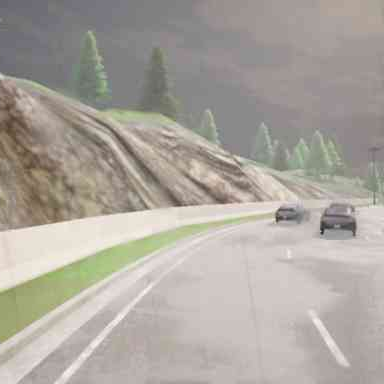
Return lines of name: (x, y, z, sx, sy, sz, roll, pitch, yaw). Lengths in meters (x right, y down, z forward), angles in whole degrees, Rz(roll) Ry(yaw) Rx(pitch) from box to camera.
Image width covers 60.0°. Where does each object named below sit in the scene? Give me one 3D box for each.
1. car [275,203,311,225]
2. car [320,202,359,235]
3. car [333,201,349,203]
car: (7.947, 1.639, 26.027, 2.128, 1.511, 4.902, 0, 0, 31)
car: (8.740, 1.619, 19.800, 2.128, 1.511, 4.902, 0, 0, 25)
car: (16.869, 1.735, 37.637, 2.128, 1.511, 4.902, 0, 0, 39)
